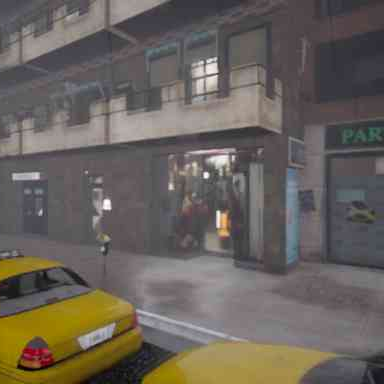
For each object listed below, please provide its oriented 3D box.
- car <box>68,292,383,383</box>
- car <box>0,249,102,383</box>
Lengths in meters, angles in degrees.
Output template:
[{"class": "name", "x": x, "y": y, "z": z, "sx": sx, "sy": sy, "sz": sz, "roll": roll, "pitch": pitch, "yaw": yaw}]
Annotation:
[{"class": "car", "x": 1.592, "y": 1.525, "z": 1.736, "sx": 4.829, "sy": 1.417, "sz": 1.752, "roll": 0, "pitch": 0, "yaw": 36}, {"class": "car", "x": -2.906, "y": 1.532, "z": 4.943, "sx": 4.829, "sy": 1.417, "sz": 1.752, "roll": 0, "pitch": 0, "yaw": 36}]
